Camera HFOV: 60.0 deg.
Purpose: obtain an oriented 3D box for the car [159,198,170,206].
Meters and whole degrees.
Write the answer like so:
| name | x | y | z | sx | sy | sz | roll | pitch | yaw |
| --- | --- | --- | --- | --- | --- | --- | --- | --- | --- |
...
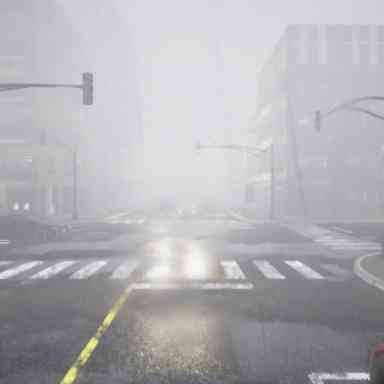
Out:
| name | x | y | z | sx | sy | sz | roll | pitch | yaw |
| --- | --- | --- | --- | --- | --- | --- | --- | --- | --- |
| car | -5.626 | 2.028 | 67.798 | 1.752 | 1.417 | 4.829 | -1 | 0 | 0 |

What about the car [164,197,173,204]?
| name | x | y | z | sx | sy | sz | roll | pitch | yaw |
| --- | --- | --- | --- | --- | --- | --- | --- | --- | --- |
| car | -5.620 | 2.030 | 79.310 | 1.967 | 1.590 | 4.097 | -1 | 0 | 0 |

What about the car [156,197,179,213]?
| name | x | y | z | sx | sy | sz | roll | pitch | yaw |
| --- | --- | --- | --- | --- | --- | --- | --- | --- | --- |
| car | -3.054 | 1.785 | 41.930 | 1.882 | 1.535 | 5.008 | 0 | 0 | 0 |

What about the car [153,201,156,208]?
| name | x | y | z | sx | sy | sz | roll | pitch | yaw |
| --- | --- | --- | --- | --- | --- | --- | --- | --- | --- |
| car | -5.633 | 1.943 | 56.457 | 1.752 | 1.417 | 4.829 | -1 | 0 | 0 |

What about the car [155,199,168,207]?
| name | x | y | z | sx | sy | sz | roll | pitch | yaw |
| --- | --- | --- | --- | --- | --- | --- | --- | --- | --- |
| car | -5.629 | 2.027 | 62.297 | 1.947 | 1.339 | 4.313 | -1 | 0 | 0 |

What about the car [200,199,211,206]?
| name | x | y | z | sx | sy | sz | roll | pitch | yaw |
| --- | --- | --- | --- | --- | --- | --- | --- | --- | --- |
| car | 2.721 | 2.070 | 67.926 | 1.947 | 1.339 | 4.313 | -1 | 0 | 0 |

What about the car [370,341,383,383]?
| name | x | y | z | sx | sy | sz | roll | pitch | yaw |
| --- | --- | --- | --- | --- | --- | --- | --- | --- | --- |
| car | 2.679 | 1.453 | 1.630 | 1.967 | 1.590 | 4.097 | -1 | 0 | 0 |

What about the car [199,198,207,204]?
| name | x | y | z | sx | sy | sz | roll | pitch | yaw |
| --- | --- | --- | --- | --- | --- | --- | --- | --- | --- |
| car | 2.732 | 2.178 | 84.938 | 1.887 | 1.381 | 4.507 | -1 | 0 | 0 |

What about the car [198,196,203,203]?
| name | x | y | z | sx | sy | sz | roll | pitch | yaw |
| --- | --- | --- | --- | --- | --- | --- | --- | --- | --- |
| car | 2.716 | 1.902 | 62.256 | 1.967 | 1.590 | 4.097 | -1 | 0 | 0 |

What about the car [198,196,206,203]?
| name | x | y | z | sx | sy | sz | roll | pitch | yaw |
| --- | --- | --- | --- | --- | --- | --- | --- | --- | --- |
| car | 2.732 | 1.991 | 90.610 | 2.192 | 1.841 | 5.009 | -1 | 0 | 0 |

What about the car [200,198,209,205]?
| name | x | y | z | sx | sy | sz | roll | pitch | yaw |
| --- | --- | --- | --- | --- | --- | --- | --- | --- | --- |
| car | 2.725 | 2.098 | 73.597 | 2.008 | 1.369 | 4.403 | -1 | 0 | 0 |

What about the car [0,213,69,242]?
| name | x | y | z | sx | sy | sz | roll | pitch | yaw |
| --- | --- | --- | --- | --- | --- | --- | --- | --- | --- |
| car | -8.646 | 1.829 | 17.301 | 4.181 | 1.385 | 1.994 | 0 | 0 | 0 |

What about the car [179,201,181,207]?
| name | x | y | z | sx | sy | sz | roll | pitch | yaw |
| --- | --- | --- | --- | --- | --- | --- | --- | --- | --- |
| car | -2.996 | 2.004 | 59.522 | 1.994 | 1.385 | 4.181 | 0 | 0 | 1 |

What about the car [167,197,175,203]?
| name | x | y | z | sx | sy | sz | roll | pitch | yaw |
| --- | --- | --- | --- | --- | --- | --- | --- | --- | --- |
| car | -5.625 | 2.220 | 90.651 | 1.887 | 1.381 | 4.507 | -1 | 0 | 0 |

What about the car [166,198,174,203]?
| name | x | y | z | sx | sy | sz | roll | pitch | yaw |
| --- | --- | --- | --- | --- | --- | --- | --- | --- | --- |
| car | -5.614 | 2.215 | 84.980 | 1.802 | 1.307 | 4.206 | -1 | 0 | 0 |

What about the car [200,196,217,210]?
| name | x | y | z | sx | sy | sz | roll | pitch | yaw |
| --- | --- | --- | --- | --- | --- | --- | --- | --- | --- |
| car | 2.709 | 1.816 | 50.914 | 1.967 | 1.590 | 4.097 | -1 | 0 | 0 |
